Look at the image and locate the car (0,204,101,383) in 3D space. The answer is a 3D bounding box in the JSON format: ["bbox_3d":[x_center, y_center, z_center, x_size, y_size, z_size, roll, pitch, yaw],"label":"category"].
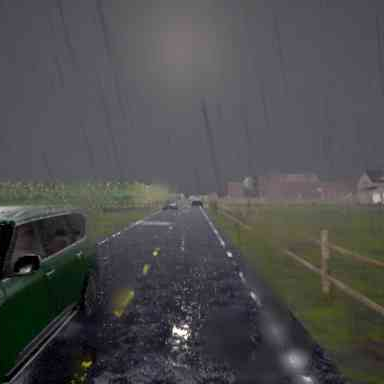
[{"bbox_3d":[-2.848,1.236,4.362,2.150,2.045,5.566,0,0,0],"label":"car"}]

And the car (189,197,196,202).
[{"bbox_3d":[0.042,1.957,89.775,1.895,1.301,4.718,0,-1,0],"label":"car"}]

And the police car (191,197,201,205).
[{"bbox_3d":[0.858,1.793,70.429,1.930,1.638,5.238,0,0,0],"label":"police car"}]

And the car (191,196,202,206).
[{"bbox_3d":[0.855,1.679,64.290,2.097,1.767,4.553,0,0,0],"label":"car"}]

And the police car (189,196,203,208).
[{"bbox_3d":[0.850,1.688,54.429,1.930,1.638,5.238,0,0,0],"label":"police car"}]

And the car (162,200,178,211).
[{"bbox_3d":[-2.819,1.741,43.870,2.033,1.411,5.357,0,0,0],"label":"car"}]
